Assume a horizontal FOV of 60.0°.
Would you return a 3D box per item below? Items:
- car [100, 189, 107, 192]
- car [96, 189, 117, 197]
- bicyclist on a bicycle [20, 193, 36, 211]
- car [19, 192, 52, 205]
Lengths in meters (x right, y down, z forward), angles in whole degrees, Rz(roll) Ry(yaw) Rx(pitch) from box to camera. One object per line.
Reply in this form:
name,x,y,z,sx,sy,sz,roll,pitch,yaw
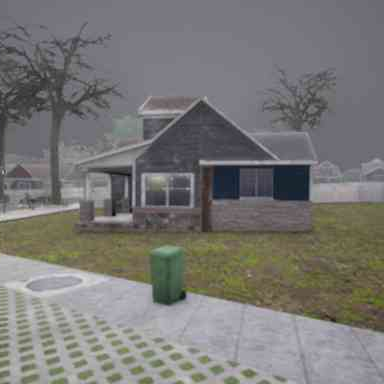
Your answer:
car,-13.234,0.328,55.091,1.895,1.301,4.718,1,2,11
car,-15.265,0.148,59.659,1.994,1.385,4.181,1,2,10
bicyclist on a bicycle,-14.758,0.891,29.894,1.656,1.620,0.582,0,2,10
car,-18.741,0.724,40.865,2.033,1.411,5.357,1,2,10
